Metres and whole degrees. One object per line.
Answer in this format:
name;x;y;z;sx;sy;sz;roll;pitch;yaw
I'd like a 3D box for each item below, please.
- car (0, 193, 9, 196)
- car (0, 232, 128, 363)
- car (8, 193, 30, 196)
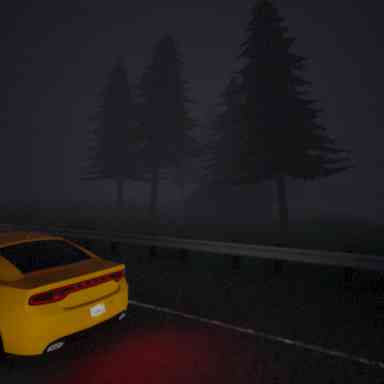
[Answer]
car;-39.773;0.901;71.524;2.097;1.767;4.553;0;0;10
car;-3.385;1.441;5.790;5.008;1.535;1.882;0;0;31
car;-36.251;1.086;71.461;2.128;1.511;4.902;0;0;10
